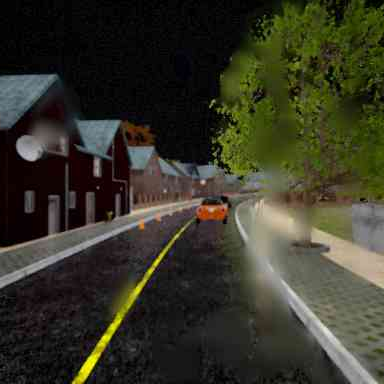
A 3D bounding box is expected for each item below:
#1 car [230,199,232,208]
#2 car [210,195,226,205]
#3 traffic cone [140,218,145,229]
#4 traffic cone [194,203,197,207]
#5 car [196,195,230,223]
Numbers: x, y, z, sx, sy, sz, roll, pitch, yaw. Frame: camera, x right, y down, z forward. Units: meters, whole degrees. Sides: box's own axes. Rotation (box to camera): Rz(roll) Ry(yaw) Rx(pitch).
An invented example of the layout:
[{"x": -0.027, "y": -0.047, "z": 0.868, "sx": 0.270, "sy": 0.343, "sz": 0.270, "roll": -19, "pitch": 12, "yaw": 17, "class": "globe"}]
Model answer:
[{"x": 4.084, "y": 1.260, "z": 42.049, "sx": 1.812, "sy": 1.442, "sz": 4.674, "roll": 0, "pitch": 1, "yaw": 11, "class": "car"}, {"x": 4.129, "y": 1.161, "z": 51.883, "sx": 2.033, "sy": 1.411, "sz": 5.357, "roll": 0, "pitch": 1, "yaw": 9, "class": "car"}, {"x": -2.967, "y": 1.869, "z": 19.852, "sx": 0.340, "sy": 0.580, "sz": 0.340, "roll": 0, "pitch": 0, "yaw": 5, "class": "traffic cone"}, {"x": 0.505, "y": 1.661, "z": 44.857, "sx": 0.340, "sy": 0.580, "sz": 0.340, "roll": 0, "pitch": 1, "yaw": 11, "class": "traffic cone"}, {"x": 1.521, "y": 1.236, "z": 24.417, "sx": 2.097, "sy": 1.767, "sz": 4.553, "roll": 0, "pitch": 0, "yaw": 6, "class": "car"}]
